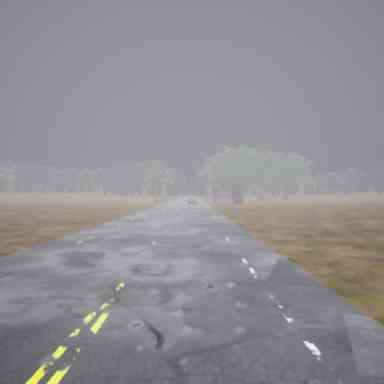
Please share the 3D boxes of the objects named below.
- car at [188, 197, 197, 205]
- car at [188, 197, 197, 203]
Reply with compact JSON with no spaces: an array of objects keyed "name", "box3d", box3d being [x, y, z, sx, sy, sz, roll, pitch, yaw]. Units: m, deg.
[{"name":"car","box3d":[0.048,1.969,71.193,1.994,1.385,4.181,0,0,0]},{"name":"car","box3d":[0.055,1.885,81.214,2.033,1.411,5.357,0,0,0]}]
